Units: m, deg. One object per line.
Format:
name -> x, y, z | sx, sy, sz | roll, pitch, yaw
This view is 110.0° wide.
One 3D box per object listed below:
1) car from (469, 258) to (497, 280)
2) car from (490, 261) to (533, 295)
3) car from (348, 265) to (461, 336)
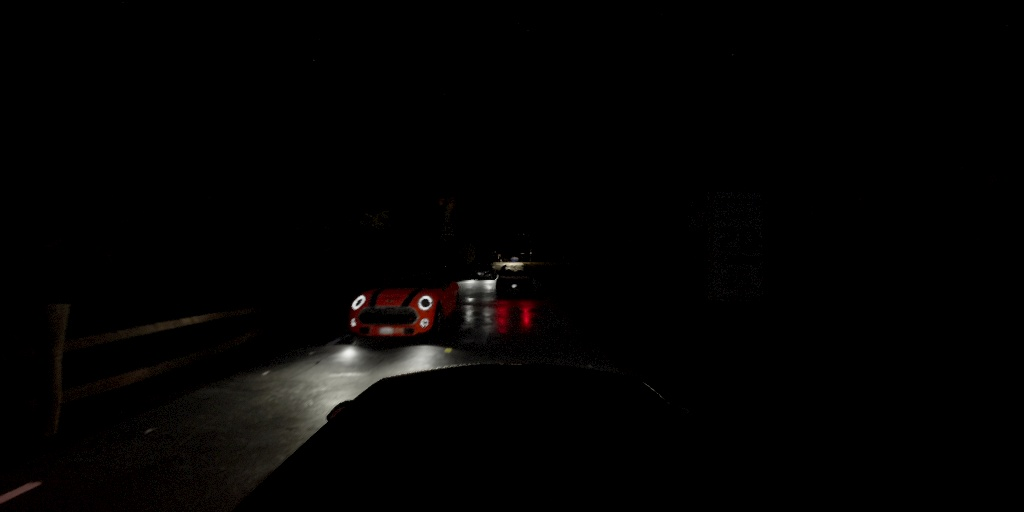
car -> -2.560, 1.204, 31.122 | 1.837, 1.490, 4.892 | 0, 0, 1
car -> 0.131, 1.238, 19.744 | 2.128, 1.511, 4.902 | 0, 0, 0
car -> -2.793, 1.090, 10.294 | 2.097, 1.767, 4.553 | 0, 0, 1
